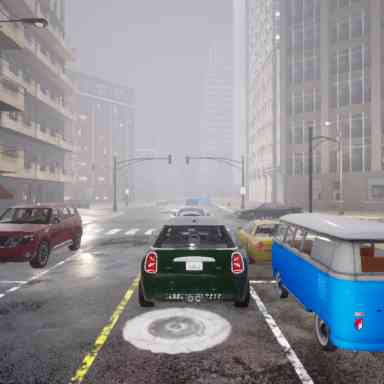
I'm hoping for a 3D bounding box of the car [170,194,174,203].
[{"bbox_3d":[-5.432,1.561,71.523,1.967,1.590,4.097,0,0,0],"label":"car"}]

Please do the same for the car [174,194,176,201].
[{"bbox_3d":[-5.442,1.705,77.075,1.947,1.339,4.313,0,0,0],"label":"car"}]

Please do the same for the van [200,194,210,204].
[{"bbox_3d":[2.467,1.429,60.431,1.690,1.788,3.998,0,0,0],"label":"van"}]

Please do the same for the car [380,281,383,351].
[{"bbox_3d":[2.569,1.526,0.536,1.752,1.417,4.829,0,0,0],"label":"car"}]

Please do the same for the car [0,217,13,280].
[{"bbox_3d":[-5.319,1.442,5.880,1.967,1.590,4.097,0,0,0],"label":"car"}]

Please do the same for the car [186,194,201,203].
[{"bbox_3d":[0.054,1.554,56.150,1.882,1.535,5.008,1,0,5],"label":"car"}]

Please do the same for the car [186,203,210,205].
[{"bbox_3d":[-0.029,1.536,17.164,1.812,1.442,4.674,0,0,0],"label":"car"}]

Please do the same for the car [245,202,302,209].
[{"bbox_3d":[5.926,1.491,25.843,5.357,1.411,2.033,-1,0,-7],"label":"car"}]

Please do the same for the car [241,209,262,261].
[{"bbox_3d":[2.550,1.531,11.606,1.752,1.417,4.829,0,0,0],"label":"car"}]

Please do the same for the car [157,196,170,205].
[{"bbox_3d":[-5.413,1.613,60.247,1.752,1.417,4.829,0,0,0],"label":"car"}]

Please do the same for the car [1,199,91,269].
[{"bbox_3d":[-5.328,1.321,11.416,2.192,1.841,5.009,0,0,0],"label":"car"}]

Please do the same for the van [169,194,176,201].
[{"bbox_3d":[-5.470,1.542,93.731,1.690,1.788,3.998,0,0,0],"label":"van"}]

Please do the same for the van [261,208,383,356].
[{"bbox_3d":[2.561,1.343,5.900,1.690,1.788,3.998,0,0,0],"label":"van"}]

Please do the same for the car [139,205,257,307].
[{"bbox_3d":[0.050,1.355,8.120,2.097,1.767,4.553,0,0,0],"label":"car"}]

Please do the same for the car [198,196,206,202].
[{"bbox_3d":[2.429,1.704,82.640,1.887,1.381,4.507,0,0,0],"label":"car"}]
